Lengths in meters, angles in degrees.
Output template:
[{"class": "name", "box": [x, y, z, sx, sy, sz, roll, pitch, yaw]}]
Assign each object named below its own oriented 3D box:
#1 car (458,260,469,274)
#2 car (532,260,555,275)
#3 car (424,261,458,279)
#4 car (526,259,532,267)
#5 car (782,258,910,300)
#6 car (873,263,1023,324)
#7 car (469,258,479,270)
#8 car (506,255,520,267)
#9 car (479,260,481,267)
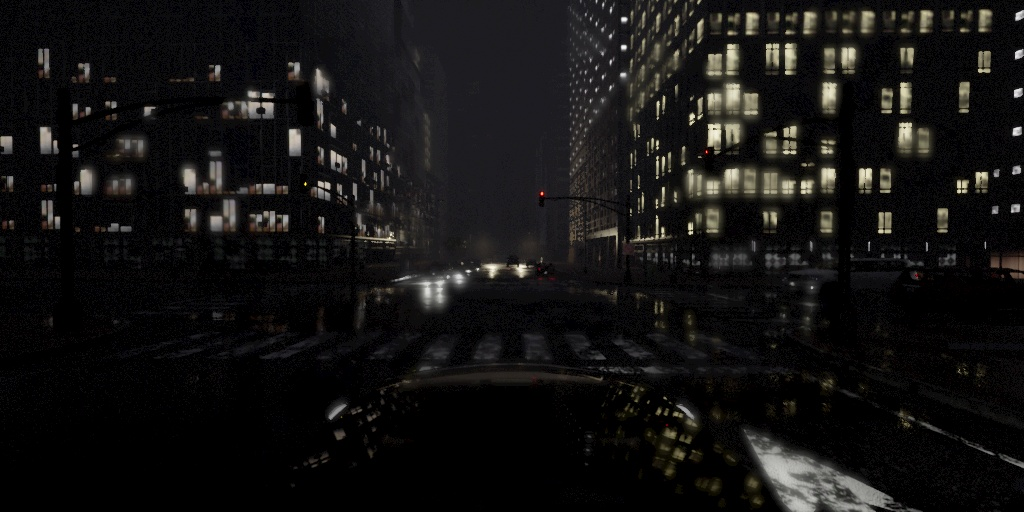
[{"class": "car", "box": [-6.492, 1.326, 41.600, 1.895, 1.301, 4.718, 0, 0, 0]}, {"class": "car", "box": [3.391, 1.330, 37.701, 1.895, 1.301, 4.718, 0, 0, 1]}, {"class": "car", "box": [-6.519, 1.225, 32.319, 2.128, 1.511, 4.902, 0, 0, 0]}, {"class": "car", "box": [3.526, 1.193, 65.147, 2.128, 1.511, 4.902, 0, 0, 0]}, {"class": "car", "box": [17.036, 1.104, 18.156, 5.566, 2.045, 2.150, 1, 1, 1]}, {"class": "car", "box": [16.220, 1.282, 12.403, 5.009, 1.841, 2.192, 0, 0, 1]}, {"class": "car", "box": [-6.457, 1.263, 51.371, 2.033, 1.411, 5.357, 0, 0, 0]}, {"class": "car", "box": [0.171, 0.925, 62.845, 2.150, 2.045, 5.566, 0, 0, 0]}, {"class": "car", "box": [-6.392, 1.182, 61.711, 1.882, 1.535, 5.008, 0, 0, 1]}]
